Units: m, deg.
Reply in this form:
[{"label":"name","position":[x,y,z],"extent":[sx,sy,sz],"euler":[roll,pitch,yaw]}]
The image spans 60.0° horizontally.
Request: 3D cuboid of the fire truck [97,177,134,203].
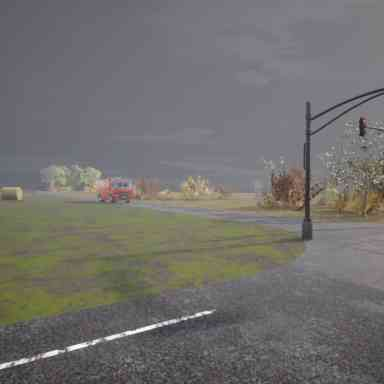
[{"label":"fire truck","position":[-11.716,-0.355,50.059],"extent":[2.891,3.827,8.468],"euler":[1,0,-32]}]
